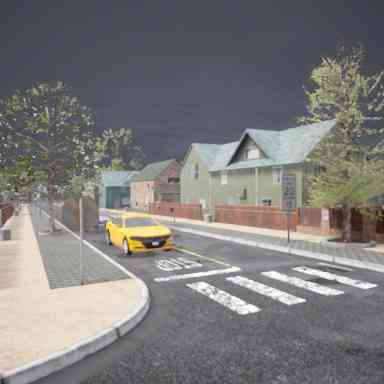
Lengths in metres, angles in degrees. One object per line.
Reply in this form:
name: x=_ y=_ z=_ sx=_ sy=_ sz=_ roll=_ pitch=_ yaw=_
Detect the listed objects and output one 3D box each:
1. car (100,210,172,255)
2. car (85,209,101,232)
car: x=-2.511 y=1.734 z=14.874 sx=1.882 sy=1.535 sz=5.008 roll=-1 pitch=-1 yaw=-27
car: x=-6.954 y=1.963 z=23.710 sx=1.812 sy=1.442 sz=4.674 roll=-1 pitch=-1 yaw=-27
